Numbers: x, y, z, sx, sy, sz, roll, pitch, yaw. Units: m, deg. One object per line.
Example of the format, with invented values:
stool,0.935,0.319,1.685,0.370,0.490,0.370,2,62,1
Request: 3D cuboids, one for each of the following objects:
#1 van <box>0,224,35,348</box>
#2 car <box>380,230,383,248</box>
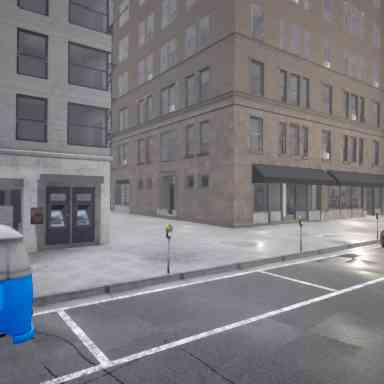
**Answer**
van,-4.006,1.341,3.892,3.998,1.788,1.690,0,1,-36
car,9.373,1.581,13.457,4.313,1.339,1.947,0,1,-36
